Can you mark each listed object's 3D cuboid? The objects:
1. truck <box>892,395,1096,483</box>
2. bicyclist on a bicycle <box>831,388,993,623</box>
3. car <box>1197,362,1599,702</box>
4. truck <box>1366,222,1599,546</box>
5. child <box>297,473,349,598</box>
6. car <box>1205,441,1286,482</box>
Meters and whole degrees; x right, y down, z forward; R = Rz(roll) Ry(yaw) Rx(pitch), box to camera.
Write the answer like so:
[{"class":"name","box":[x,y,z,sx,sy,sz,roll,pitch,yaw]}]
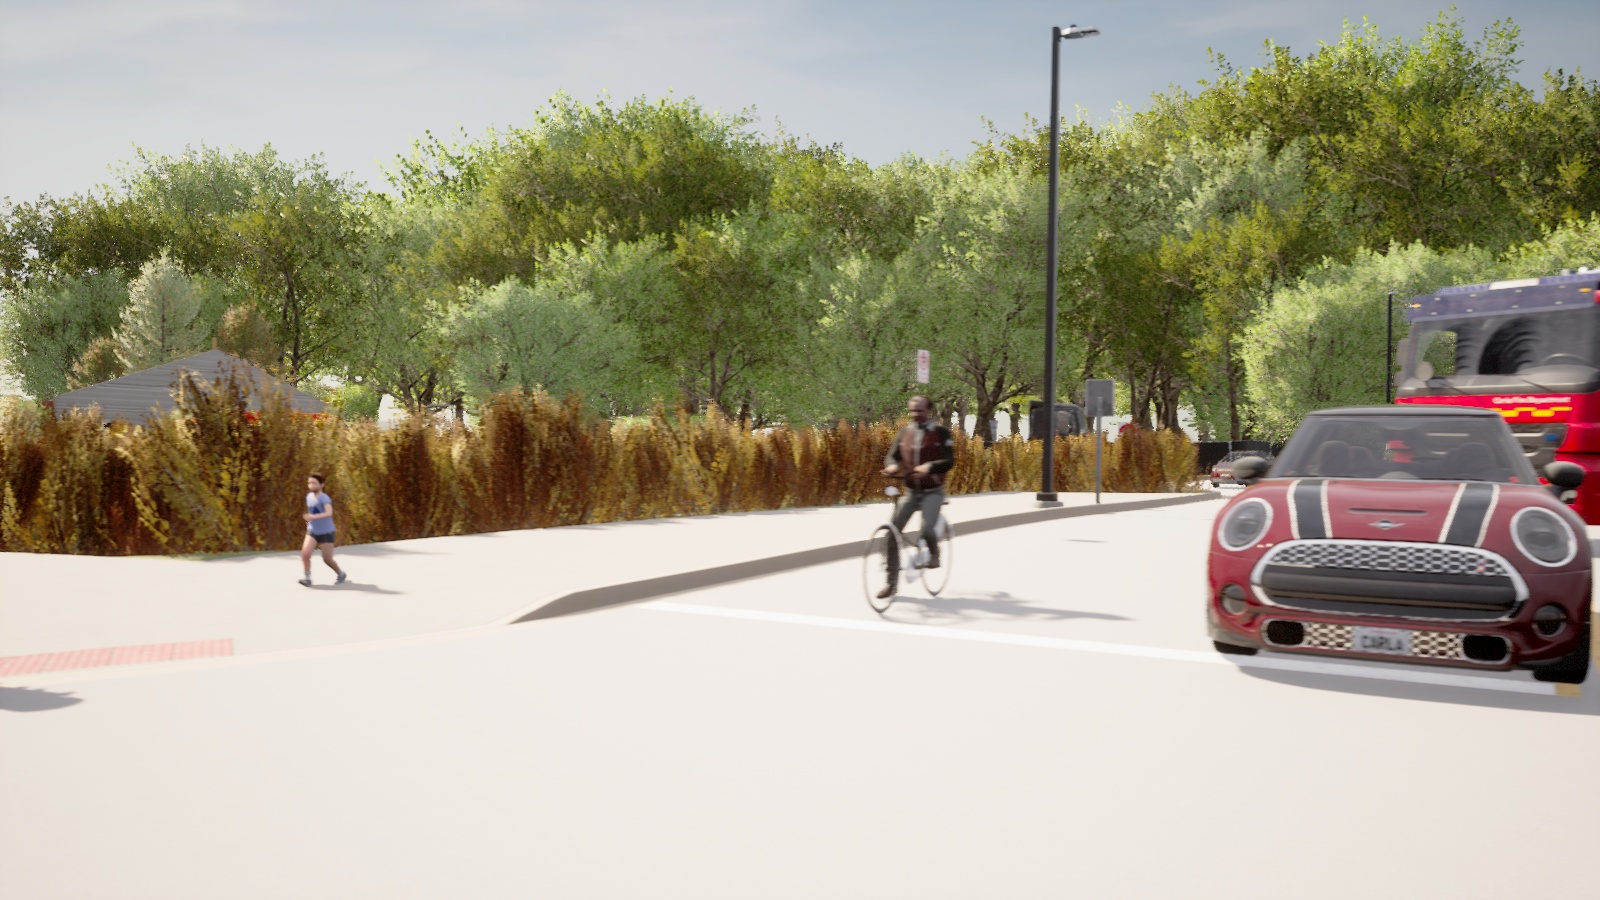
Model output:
[{"class":"truck","box":[8.012,-0.412,51.722,7.936,3.462,2.891,0,0,18]},{"class":"bicyclist on a bicycle","box":[0.971,0.401,10.428,0.659,1.776,1.843,0,1,28]},{"class":"car","box":[4.353,0.377,8.999,2.097,1.767,4.553,0,1,28]},{"class":"truck","box":[12.252,-0.754,18.154,8.468,3.827,2.891,1,0,-29]},{"class":"child","box":[-4.317,0.762,11.368,0.255,1.110,0.394,0,0,13]},{"class":"car","box":[18.679,0.468,52.578,1.789,1.549,3.705,-2,1,43]}]
